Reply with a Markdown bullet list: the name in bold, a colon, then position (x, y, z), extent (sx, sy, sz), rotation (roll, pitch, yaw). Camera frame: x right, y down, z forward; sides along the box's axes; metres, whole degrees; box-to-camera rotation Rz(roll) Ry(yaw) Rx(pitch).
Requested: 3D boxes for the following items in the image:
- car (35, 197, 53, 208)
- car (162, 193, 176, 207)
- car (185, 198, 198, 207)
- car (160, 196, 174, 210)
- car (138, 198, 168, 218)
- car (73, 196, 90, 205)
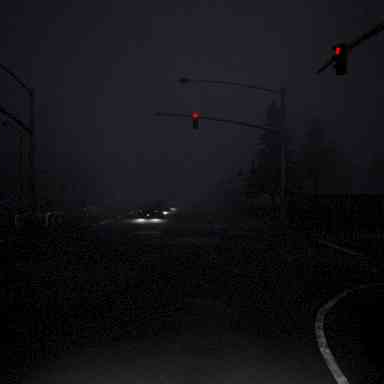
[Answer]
- **car**: position (-20.614, 1.384, 45.557), extent (1.970, 1.475, 3.806), rotation (0, 0, 0)
- **car**: position (-3.659, 1.221, 50.979), extent (2.150, 2.045, 5.566), rotation (0, 0, -2)
- **car**: position (-0.118, 1.601, 51.173), extent (1.895, 1.301, 4.718), rotation (0, 0, 0)
- **car**: position (-3.688, 1.547, 40.626), extent (2.033, 1.411, 5.357), rotation (0, 0, 0)
- **car**: position (-3.671, 1.547, 30.521), extent (2.033, 1.411, 5.357), rotation (0, 0, 0)
- **car**: position (-17.578, 1.374, 52.955), extent (1.845, 1.501, 3.633), rotation (0, 0, 0)
